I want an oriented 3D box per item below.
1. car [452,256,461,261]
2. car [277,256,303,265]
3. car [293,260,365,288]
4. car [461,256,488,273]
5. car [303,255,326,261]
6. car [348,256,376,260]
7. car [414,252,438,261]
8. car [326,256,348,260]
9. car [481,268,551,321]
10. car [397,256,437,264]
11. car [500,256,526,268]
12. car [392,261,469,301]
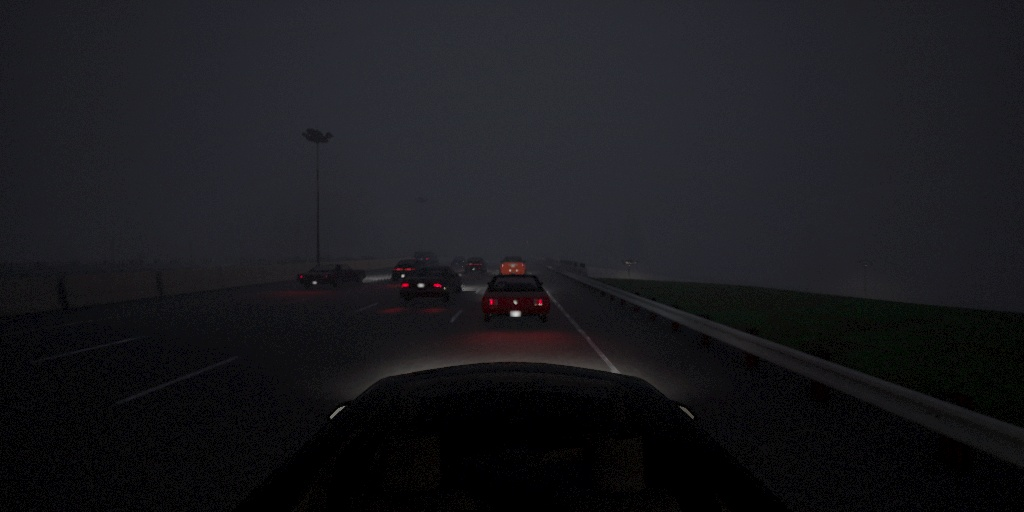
[{"bbox_3d":[-6.889,0.767,47.274,1.812,1.442,4.674,0,0,0],"label":"car"},{"bbox_3d":[-31.540,0.729,51.434,1.812,1.442,4.674,0,0,0],"label":"car"},{"bbox_3d":[-10.480,1.108,21.267,1.895,1.301,4.718,0,1,0],"label":"car"},{"bbox_3d":[-3.399,0.865,34.279,1.837,1.490,4.892,0,1,0],"label":"car"},{"bbox_3d":[-28.034,0.683,52.730,1.882,1.535,5.008,0,0,1],"label":"car"},{"bbox_3d":[-21.056,0.704,51.524,2.128,1.511,4.902,0,0,0],"label":"car"},{"bbox_3d":[-10.397,0.486,43.262,2.150,2.045,5.566,0,1,0],"label":"car"},{"bbox_3d":[-24.531,0.755,52.715,2.033,1.411,5.357,0,0,1],"label":"car"},{"bbox_3d":[0.102,1.232,11.785,1.895,1.301,4.718,0,1,0],"label":"car"},{"bbox_3d":[-6.892,0.970,25.116,1.837,1.490,4.892,0,1,0],"label":"car"},{"bbox_3d":[0.084,0.765,29.887,2.097,1.767,4.553,0,1,0],"label":"car"},{"bbox_3d":[-3.400,1.126,15.922,2.033,1.411,5.357,0,1,0],"label":"car"}]
